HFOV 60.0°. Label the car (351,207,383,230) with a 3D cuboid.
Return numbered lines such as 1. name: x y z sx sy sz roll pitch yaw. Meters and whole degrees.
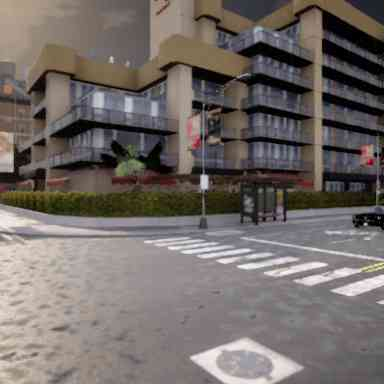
1. car: 12.166 1.606 21.143 4.718 1.301 1.895 0 0 -35
